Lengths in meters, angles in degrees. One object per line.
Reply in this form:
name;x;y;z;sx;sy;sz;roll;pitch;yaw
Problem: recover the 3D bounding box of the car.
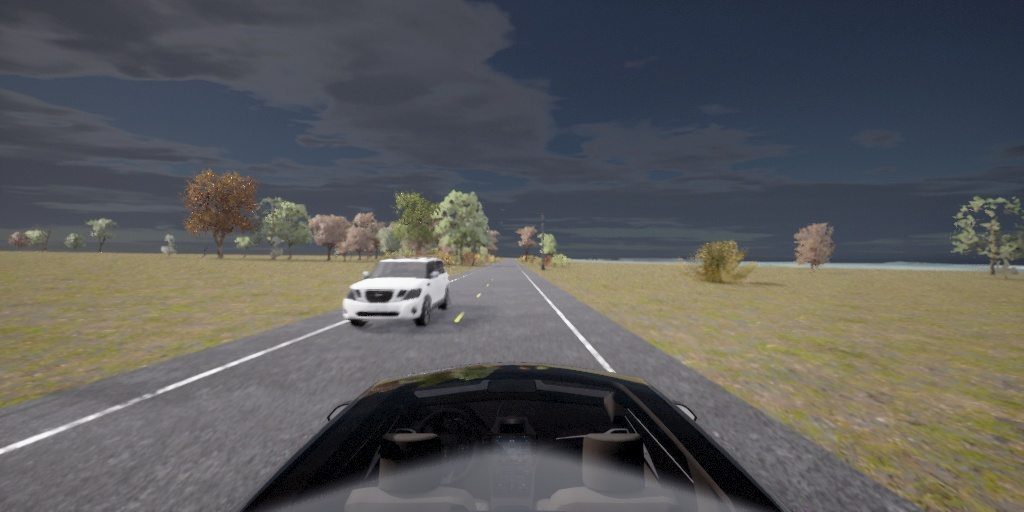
car;-3.512;1.050;12.149;2.150;2.045;5.566;0;0;0
